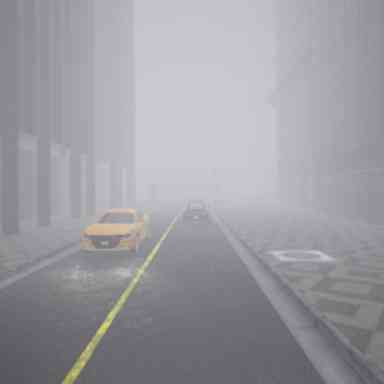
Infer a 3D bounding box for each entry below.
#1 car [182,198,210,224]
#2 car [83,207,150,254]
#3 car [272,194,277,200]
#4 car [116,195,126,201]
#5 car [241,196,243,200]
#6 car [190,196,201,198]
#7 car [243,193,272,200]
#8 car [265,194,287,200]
[{"bbox_3d":[0.286,1.392,23.232,1.812,1.442,4.674,-1,0,1],"label":"car"},{"bbox_3d":[-2.886,1.426,13.581,1.882,1.535,5.008,-1,0,0],"label":"car"},{"bbox_3d":[18.539,1.046,65.540,4.313,1.339,1.947,0,-1,0],"label":"car"},{"bbox_3d":[-14.052,1.198,65.699,4.829,1.417,1.752,0,-1,0],"label":"car"},{"bbox_3d":[12.940,1.032,74.093,4.097,1.590,1.967,0,-1,0],"label":"car"},{"bbox_3d":[0.427,1.250,40.476,1.882,1.535,5.008,-1,0,1],"label":"car"},{"bbox_3d":[12.868,1.062,65.567,4.403,1.369,2.008,0,-1,0],"label":"car"},{"bbox_3d":[18.610,1.112,74.064,4.403,1.369,2.008,0,-1,0],"label":"car"}]
